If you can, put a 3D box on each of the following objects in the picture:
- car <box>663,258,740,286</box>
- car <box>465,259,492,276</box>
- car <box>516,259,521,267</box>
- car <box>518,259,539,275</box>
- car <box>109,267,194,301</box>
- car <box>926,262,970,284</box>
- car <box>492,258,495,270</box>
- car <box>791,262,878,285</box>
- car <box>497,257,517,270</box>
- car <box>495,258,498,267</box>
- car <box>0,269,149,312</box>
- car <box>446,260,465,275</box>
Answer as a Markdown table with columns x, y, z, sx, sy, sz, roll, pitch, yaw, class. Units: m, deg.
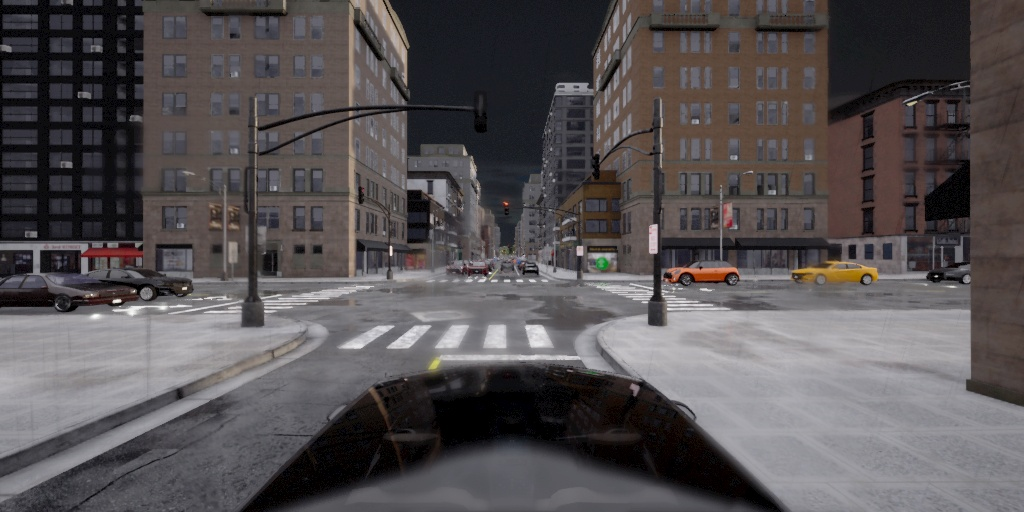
| x | y | z | sx | sy | sz | roll | pitch | yaw | class |
| --- | --- | --- | --- | --- | --- | --- | --- | --- | --- |
| 12.677 | 1.054 | 24.230 | 4.553 | 1.767 | 2.097 | 0 | 0 | -1 | car |
| -3.489 | 1.264 | 37.746 | 1.882 | 1.535 | 5.008 | 0 | 0 | 0 | car |
| 1.894 | 1.391 | 50.637 | 1.802 | 1.307 | 4.207 | 0 | 0 | 0 | car |
| 1.984 | 1.355 | 39.615 | 1.948 | 1.339 | 4.313 | 0 | 0 | 0 | car |
| -18.162 | 1.290 | 17.121 | 5.008 | 1.535 | 1.882 | 0 | 0 | -1 | car |
| 31.345 | 1.129 | 24.475 | 4.892 | 1.490 | 1.837 | 0 | 0 | -1 | car |
| -3.564 | 1.308 | 47.340 | 1.837 | 1.490 | 4.892 | 0 | 0 | 0 | car |
| 21.780 | 1.142 | 24.353 | 5.008 | 1.535 | 1.882 | 0 | 0 | -1 | car |
| -0.664 | 1.305 | 52.975 | 2.128 | 1.511 | 4.902 | 0 | 0 | 0 | car |
| -3.637 | 1.424 | 57.479 | 1.895 | 1.301 | 4.718 | 0 | 0 | 0 | car |
| -17.809 | 1.352 | 13.903 | 5.357 | 1.411 | 2.033 | 0 | 0 | 3 | car |
| -6.041 | 1.229 | 39.550 | 1.967 | 1.591 | 4.097 | 0 | 0 | 0 | car |
